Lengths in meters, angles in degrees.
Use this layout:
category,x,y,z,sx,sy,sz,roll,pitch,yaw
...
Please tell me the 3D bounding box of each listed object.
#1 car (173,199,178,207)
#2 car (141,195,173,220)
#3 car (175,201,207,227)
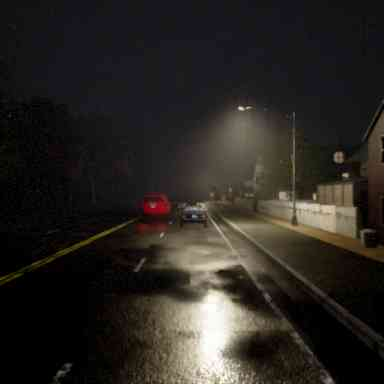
category,x,y,z,sx,sy,sz,roll,pitch,yaw
car,-3.118,1.700,50.381,2.033,1.411,5.357,0,0,0
car,-3.132,1.314,29.483,2.150,2.045,5.566,0,0,0
car,0.115,1.624,23.637,2.033,1.411,5.357,0,0,0
